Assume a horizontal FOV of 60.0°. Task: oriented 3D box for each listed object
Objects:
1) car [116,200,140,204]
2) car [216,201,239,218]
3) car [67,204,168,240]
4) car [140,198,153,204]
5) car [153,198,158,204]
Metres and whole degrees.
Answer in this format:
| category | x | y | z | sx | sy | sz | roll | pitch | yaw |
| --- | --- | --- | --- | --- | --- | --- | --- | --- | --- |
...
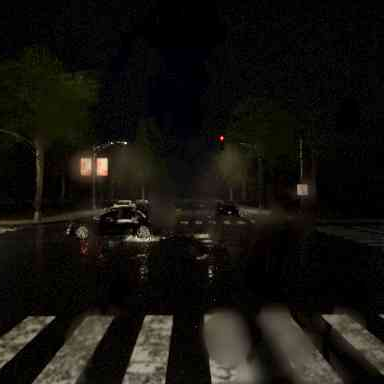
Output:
| category | x | y | z | sx | sy | sz | roll | pitch | yaw |
| --- | --- | --- | --- | --- | --- | --- | --- | --- | --- |
| car | -6.592 | 1.576 | 32.543 | 1.812 | 1.442 | 4.674 | 0 | 0 | 0 |
| car | 3.205 | 1.571 | 30.692 | 1.812 | 1.442 | 4.674 | 0 | 0 | 0 |
| car | -3.675 | 1.519 | 16.539 | 4.892 | 1.490 | 1.837 | 0 | 0 | 0 |
| car | -6.588 | 1.685 | 42.859 | 1.895 | 1.301 | 4.718 | 0 | 0 | 0 |
| car | -6.583 | 1.663 | 53.526 | 1.812 | 1.442 | 4.674 | 0 | 0 | 1 |
